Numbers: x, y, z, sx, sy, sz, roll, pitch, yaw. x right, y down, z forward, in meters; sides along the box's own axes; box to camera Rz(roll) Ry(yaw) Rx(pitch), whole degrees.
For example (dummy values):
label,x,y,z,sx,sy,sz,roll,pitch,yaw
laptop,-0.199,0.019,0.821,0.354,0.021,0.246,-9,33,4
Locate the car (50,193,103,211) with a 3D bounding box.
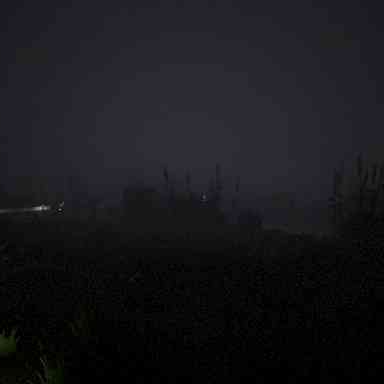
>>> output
label,x,y,z,sx,sy,sz,roll,pitch,yaw
car,-10.527,0.961,30.377,2.097,1.767,4.553,0,3,40
